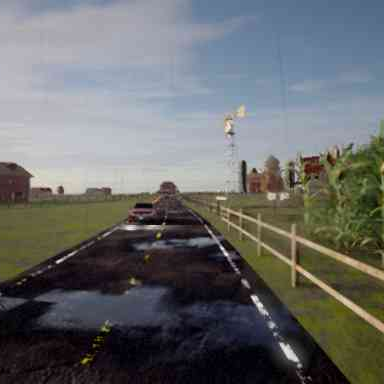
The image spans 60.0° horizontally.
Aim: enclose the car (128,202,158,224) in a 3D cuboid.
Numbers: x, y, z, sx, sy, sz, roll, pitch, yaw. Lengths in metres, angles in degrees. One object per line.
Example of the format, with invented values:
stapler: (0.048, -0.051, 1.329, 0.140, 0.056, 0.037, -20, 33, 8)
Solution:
car: (-3.521, 1.462, 24.532, 1.812, 1.442, 4.674, 1, 0, -3)
